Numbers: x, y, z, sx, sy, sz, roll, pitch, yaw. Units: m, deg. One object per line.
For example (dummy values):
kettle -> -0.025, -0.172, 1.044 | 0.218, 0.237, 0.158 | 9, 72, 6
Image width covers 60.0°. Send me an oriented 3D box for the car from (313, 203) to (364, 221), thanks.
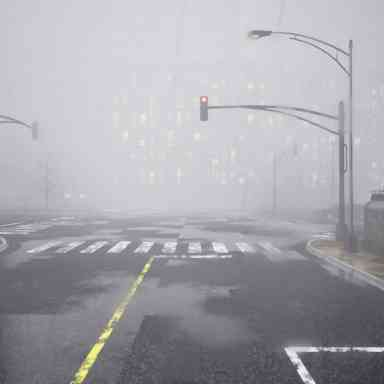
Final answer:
car -> 13.164, 1.694, 29.036 | 4.892, 1.490, 1.837 | 1, 0, -1
